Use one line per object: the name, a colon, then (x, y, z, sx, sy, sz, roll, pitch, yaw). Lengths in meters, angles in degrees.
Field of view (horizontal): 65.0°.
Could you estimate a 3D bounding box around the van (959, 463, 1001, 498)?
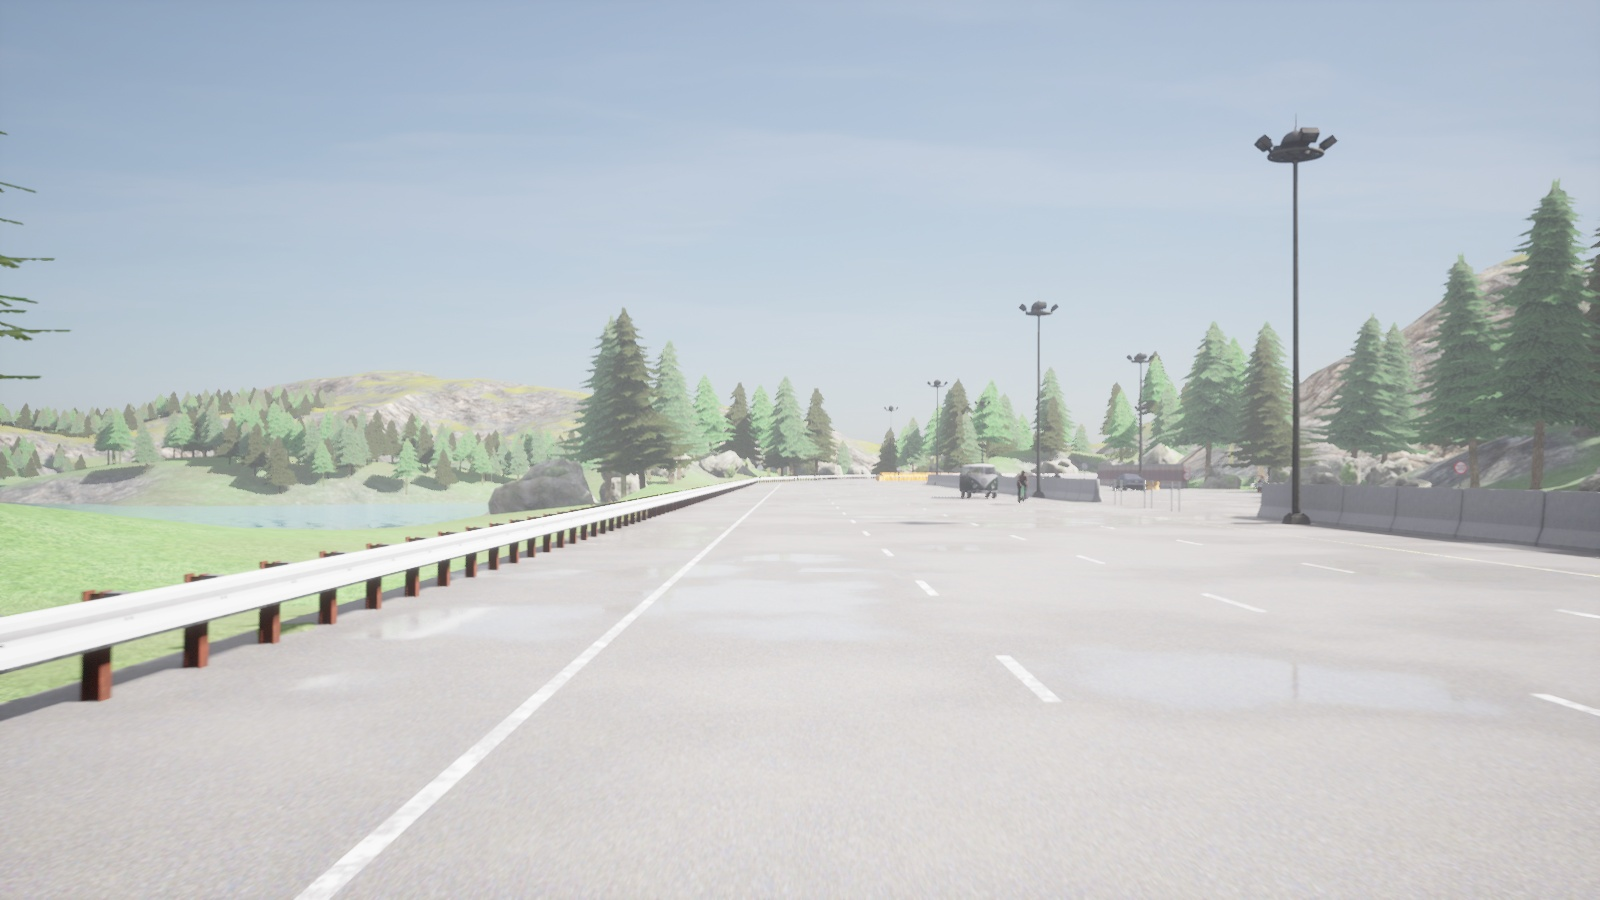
van: (10.321, 1.738, 72.388, 1.775, 1.987, 4.442, 0, -1, 0)
